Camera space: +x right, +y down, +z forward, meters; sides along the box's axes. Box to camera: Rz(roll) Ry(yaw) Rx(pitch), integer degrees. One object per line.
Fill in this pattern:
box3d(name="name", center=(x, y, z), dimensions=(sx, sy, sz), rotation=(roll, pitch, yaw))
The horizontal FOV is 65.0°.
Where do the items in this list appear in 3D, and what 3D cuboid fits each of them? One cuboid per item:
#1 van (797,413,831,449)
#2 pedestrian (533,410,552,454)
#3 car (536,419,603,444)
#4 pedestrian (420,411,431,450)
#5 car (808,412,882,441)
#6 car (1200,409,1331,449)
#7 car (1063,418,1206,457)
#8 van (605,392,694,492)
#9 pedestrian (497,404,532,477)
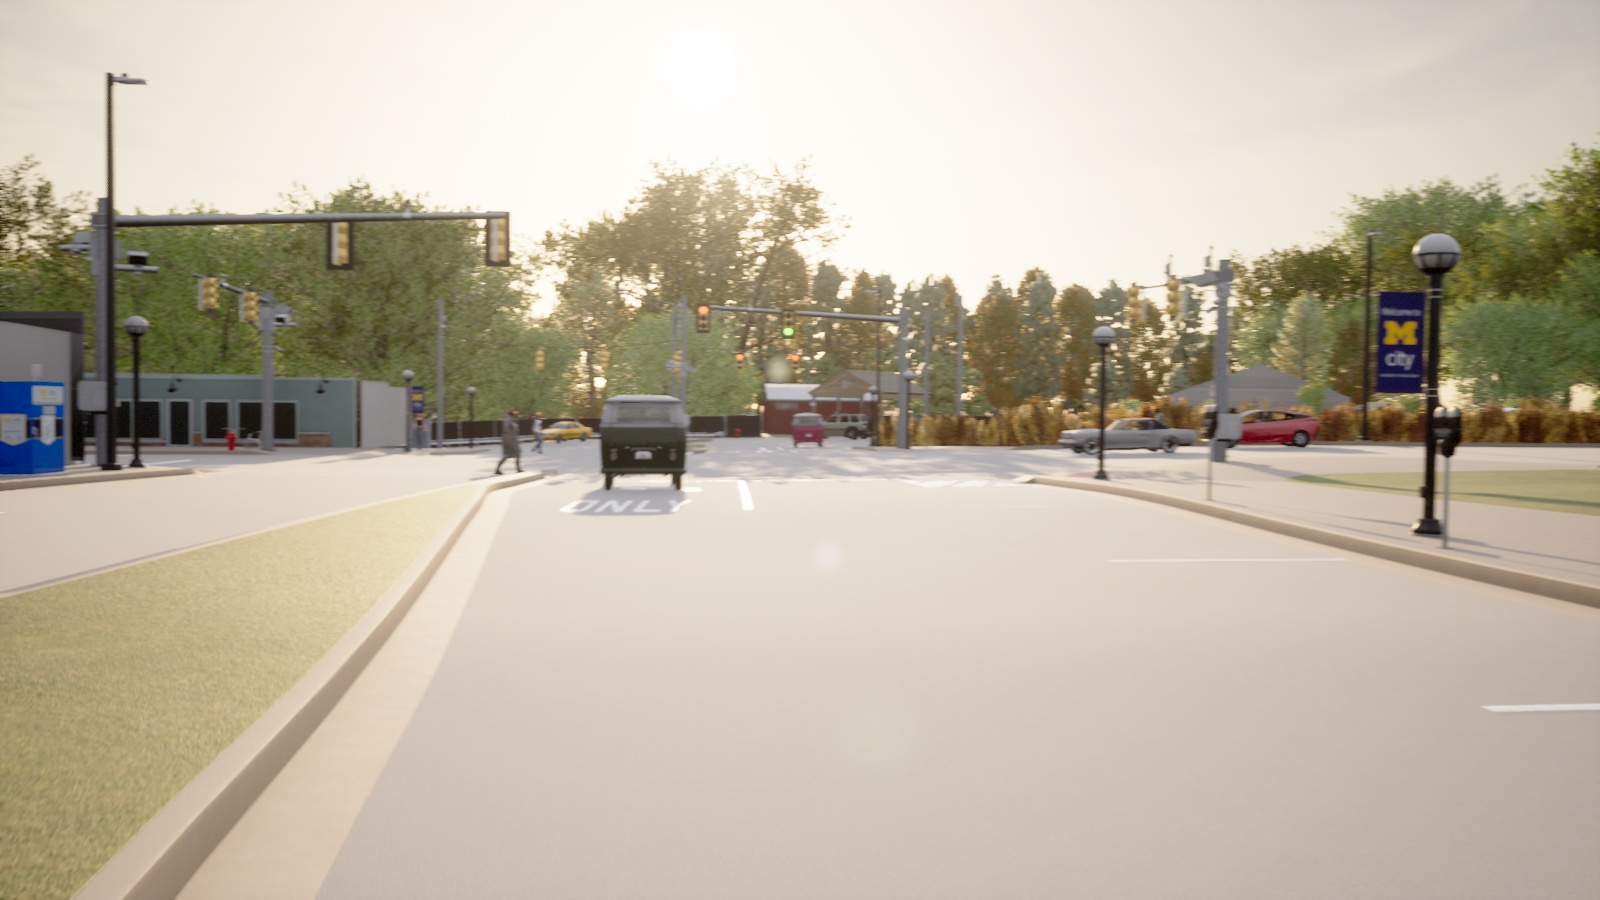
box3d(name="van", center=(0.788, -1.138, 73.589), dimensions=(1.775, 1.987, 4.442), rotation=(-1, 2, -2))
box3d(name="pedestrian", center=(-11.025, -0.773, 53.731), dimensions=(0.706, 1.836, 0.354), rotation=(1, 2, 17))
box3d(name="car", center=(-16.204, -1.329, 88.459), dimensions=(1.801, 1.575, 5.366), rotation=(0, 3, 25))
box3d(name="pedestrian", center=(-17.951, -0.952, 60.132), dimensions=(0.345, 1.836, 0.594), rotation=(1, 2, -1))
box3d(name="car", center=(3.047, -1.580, 85.582), dimensions=(4.605, 1.855, 1.932), rotation=(0, 4, 28))
box3d(name="car", center=(18.536, -0.845, 50.187), dimensions=(4.514, 1.525, 2.007), rotation=(0, 2, 3))
box3d(name="car", center=(12.284, -0.473, 46.268), dimensions=(4.718, 1.301, 1.895), rotation=(-1, 2, -4))
box3d(name="van", center=(-3.304, -0.167, 27.427), dimensions=(1.775, 1.987, 4.442), rotation=(0, 0, -7))
box3d(name="pedestrian", center=(-7.724, -0.256, 34.006), dimensions=(0.873, 1.952, 0.659), rotation=(0, 2, -12))
